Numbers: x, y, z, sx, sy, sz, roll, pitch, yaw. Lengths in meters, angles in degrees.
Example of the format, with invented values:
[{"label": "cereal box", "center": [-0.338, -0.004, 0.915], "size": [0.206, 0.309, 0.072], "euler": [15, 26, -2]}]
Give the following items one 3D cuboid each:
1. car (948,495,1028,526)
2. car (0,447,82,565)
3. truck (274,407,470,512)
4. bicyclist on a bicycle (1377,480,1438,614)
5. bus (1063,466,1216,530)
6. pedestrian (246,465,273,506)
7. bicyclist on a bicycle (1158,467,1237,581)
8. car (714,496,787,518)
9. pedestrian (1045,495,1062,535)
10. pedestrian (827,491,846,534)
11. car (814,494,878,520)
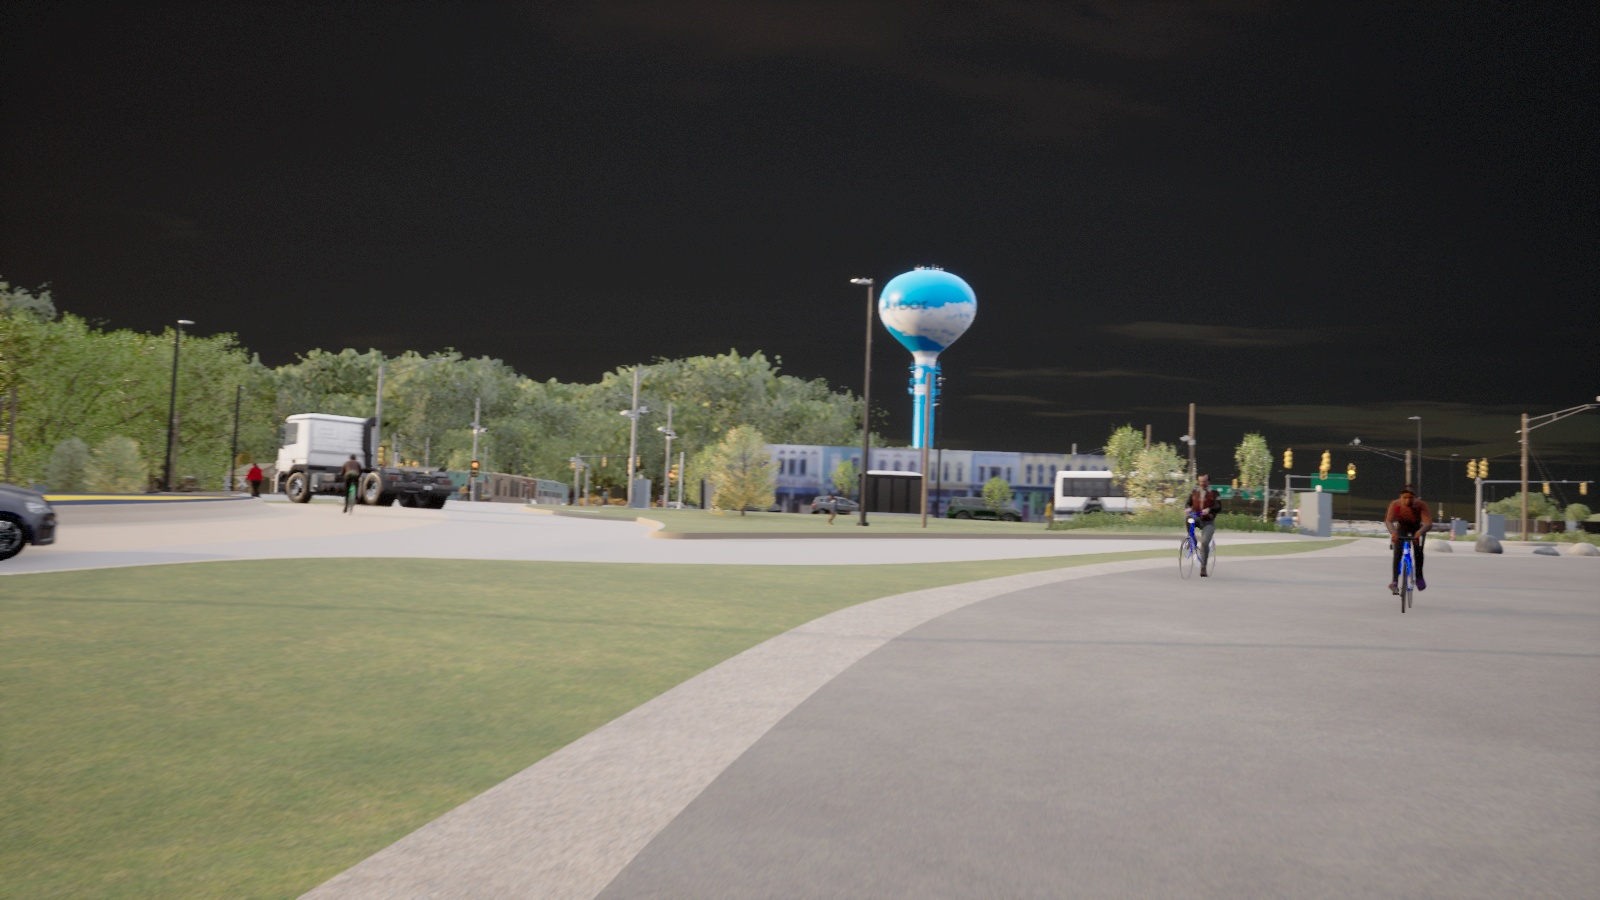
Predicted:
[{"label": "car", "center": [13.669, 4.408, 91.709], "size": [5.566, 2.045, 2.150], "euler": [2, -4, 4]}, {"label": "car", "center": [-13.595, 0.841, 18.949], "size": [4.611, 1.667, 2.242], "euler": [0, 3, -35]}, {"label": "truck", "center": [-15.768, 0.459, 46.004], "size": [7.936, 3.462, 2.891], "euler": [-2, -5, 39]}, {"label": "bicyclist on a bicycle", "center": [7.841, 1.213, 16.174], "size": [0.582, 1.620, 1.656], "euler": [0, -2, 30]}, {"label": "bus", "center": [24.219, 3.485, 90.208], "size": [10.273, 4.253, 3.944], "euler": [0, -6, 11]}, {"label": "pedestrian", "center": [-24.947, 1.642, 57.988], "size": [0.899, 1.844, 0.634], "euler": [0, -5, 30]}, {"label": "bicyclist on a bicycle", "center": [6.629, 1.212, 20.878], "size": [0.659, 1.776, 1.843], "euler": [1, -1, 35]}, {"label": "car", "center": [-3.768, 4.395, 96.933], "size": [5.357, 1.411, 2.033], "euler": [2, -4, 5]}, {"label": "pedestrian", "center": [11.848, 3.032, 58.770], "size": [0.709, 1.840, 0.431], "euler": [1, -4, 6]}, {"label": "pedestrian", "center": [1.698, 2.915, 58.162], "size": [0.788, 1.949, 0.423], "euler": [2, -4, -2]}, {"label": "car", "center": [3.409, 4.181, 92.511], "size": [4.611, 1.667, 2.242], "euler": [2, -4, 4]}]
